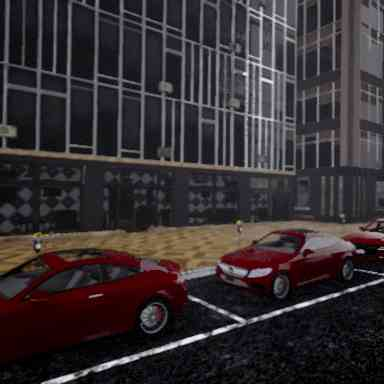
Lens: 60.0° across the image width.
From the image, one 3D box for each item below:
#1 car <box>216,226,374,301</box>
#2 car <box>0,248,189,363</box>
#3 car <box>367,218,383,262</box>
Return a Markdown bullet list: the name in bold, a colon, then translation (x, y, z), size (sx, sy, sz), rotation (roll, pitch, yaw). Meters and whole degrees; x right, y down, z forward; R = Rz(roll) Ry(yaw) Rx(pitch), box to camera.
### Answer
- **car**: translation (2.527, 1.611, 8.350), size (4.206, 1.307, 1.802), rotation (0, 1, -35)
- **car**: translation (-1.991, 1.588, 5.129), size (4.206, 1.307, 1.802), rotation (0, 1, -35)
- **car**: translation (7.043, 1.595, 11.569), size (4.507, 1.381, 1.887), rotation (0, 1, -35)
